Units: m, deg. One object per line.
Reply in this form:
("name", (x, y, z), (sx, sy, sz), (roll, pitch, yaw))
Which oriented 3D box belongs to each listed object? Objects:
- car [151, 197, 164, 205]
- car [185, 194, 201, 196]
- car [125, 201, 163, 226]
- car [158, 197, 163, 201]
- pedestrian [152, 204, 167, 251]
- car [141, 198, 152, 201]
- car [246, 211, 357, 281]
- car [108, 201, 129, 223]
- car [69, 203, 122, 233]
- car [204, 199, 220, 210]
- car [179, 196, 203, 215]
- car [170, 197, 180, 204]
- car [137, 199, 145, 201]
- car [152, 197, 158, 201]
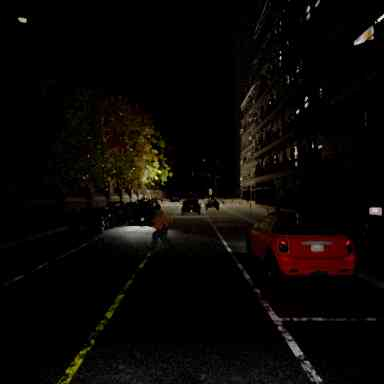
("car", (-6.040, 1.572, 58.487), (1.887, 1.381, 4.507), (0, 0, 0))
("car", (-0.115, 1.240, 47.069), (2.150, 2.045, 5.566), (0, 0, 1))
("car", (-3.190, 1.569, 23.499), (1.994, 1.385, 4.181), (0, 0, 0))
("car", (-5.967, 1.574, 52.947), (2.008, 1.369, 4.403), (0, 0, 0))
("pedestrian", (-1.205, 1.294, 12.435), (0.375, 1.860, 0.375), (0, 0, -5))
("car", (-5.826, 1.537, 36.163), (1.752, 1.417, 4.829), (0, 0, 0))
("car", (2.961, 1.353, 10.004), (2.097, 1.767, 4.553), (0, 0, 0))
("car", (-5.784, 1.446, 25.256), (1.967, 1.590, 4.097), (0, 0, 0))
("car", (-5.763, 1.570, 19.717), (1.947, 1.339, 4.313), (0, 0, 0))
("car", (2.532, 1.566, 41.906), (2.008, 1.369, 4.403), (0, 0, 0))
("car", (-0.050, 1.516, 33.810), (1.837, 1.490, 4.892), (0, 0, 0))
("car", (-3.252, 1.643, 65.992), (1.895, 1.301, 4.718), (0, 0, 0))
("car", (-5.805, 1.591, 30.795), (1.802, 1.307, 4.206), (0, 0, 0))
("car", (-5.847, 1.455, 41.872), (1.967, 1.590, 4.097), (0, 0, 0))
